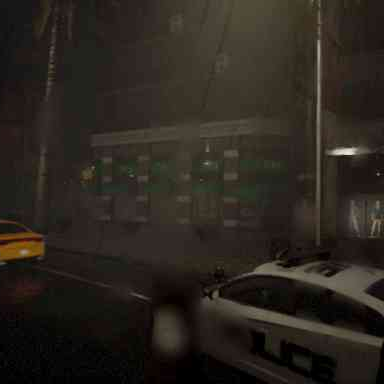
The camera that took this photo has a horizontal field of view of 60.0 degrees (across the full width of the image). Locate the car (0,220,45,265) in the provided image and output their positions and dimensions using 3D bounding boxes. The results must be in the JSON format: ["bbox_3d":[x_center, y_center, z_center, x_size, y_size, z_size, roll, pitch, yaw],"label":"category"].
[{"bbox_3d":[-7.241,1.714,11.709,5.008,1.535,1.882,0,-2,34],"label":"car"}]

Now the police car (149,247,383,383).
[{"bbox_3d":[1.336,1.591,4.446,1.930,1.638,5.238,3,-2,-43],"label":"police car"}]
